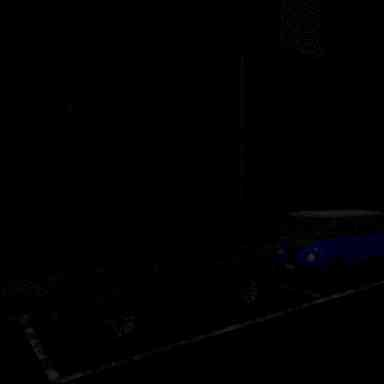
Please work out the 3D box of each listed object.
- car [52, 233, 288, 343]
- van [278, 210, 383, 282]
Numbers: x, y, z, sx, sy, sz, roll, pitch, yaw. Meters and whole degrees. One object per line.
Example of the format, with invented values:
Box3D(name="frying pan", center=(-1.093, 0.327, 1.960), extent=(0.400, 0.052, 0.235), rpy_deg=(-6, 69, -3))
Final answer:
Box3D(name="car", center=(-0.375, 1.598, 6.498), extent=(4.313, 1.339, 1.947), rpy_deg=(1, 0, -36))
Box3D(name="van", center=(4.233, 1.426, 9.788), extent=(3.998, 1.788, 1.690), rpy_deg=(1, 0, -36))
